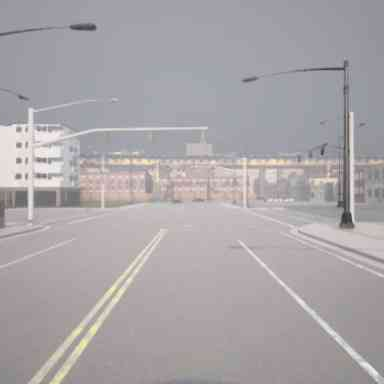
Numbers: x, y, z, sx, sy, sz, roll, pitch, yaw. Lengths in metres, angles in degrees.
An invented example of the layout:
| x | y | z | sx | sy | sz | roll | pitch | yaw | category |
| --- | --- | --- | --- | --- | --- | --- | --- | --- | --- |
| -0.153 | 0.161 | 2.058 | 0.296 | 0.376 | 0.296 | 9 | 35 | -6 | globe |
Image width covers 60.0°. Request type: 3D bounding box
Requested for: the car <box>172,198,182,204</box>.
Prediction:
| x | y | z | sx | sy | sz | roll | pitch | yaw | category |
| --- | --- | --- | --- | --- | --- | --- | --- | --- | --- |
| -3.521 | 2.137 | 77.935 | 1.994 | 1.385 | 4.181 | 0 | 0 | 2 | car |

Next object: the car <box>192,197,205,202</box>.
| x | y | z | sx | sy | sz | roll | pitch | yaw | category |
| --- | --- | --- | --- | --- | --- | --- | --- | --- | --- |
| 1.720 | 2.170 | 92.609 | 1.994 | 1.385 | 4.181 | 0 | -1 | 35 | car |
